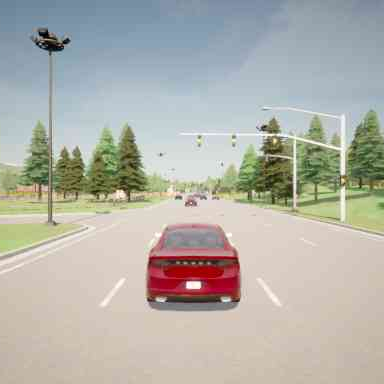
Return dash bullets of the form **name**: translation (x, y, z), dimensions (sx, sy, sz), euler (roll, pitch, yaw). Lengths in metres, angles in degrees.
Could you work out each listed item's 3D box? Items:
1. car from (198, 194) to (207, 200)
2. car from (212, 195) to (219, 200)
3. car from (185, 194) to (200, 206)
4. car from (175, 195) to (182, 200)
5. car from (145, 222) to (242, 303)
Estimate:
- **car**: translation (3.231, 1.524, 94.353), dimensions (1.812, 1.442, 4.674), euler (0, 0, 0)
- **car**: translation (6.731, 1.525, 94.363), dimensions (2.128, 1.511, 4.902), euler (0, 0, 0)
- **car**: translation (-0.150, 1.525, 52.897), dimensions (1.812, 1.442, 4.674), euler (0, 0, 0)
- **car**: translation (-3.769, 1.478, 94.333), dimensions (1.882, 1.535, 5.008), euler (0, 0, 0)
- **car**: translation (0.040, 1.478, 8.294), dimensions (1.882, 1.535, 5.008), euler (0, 0, 0)
